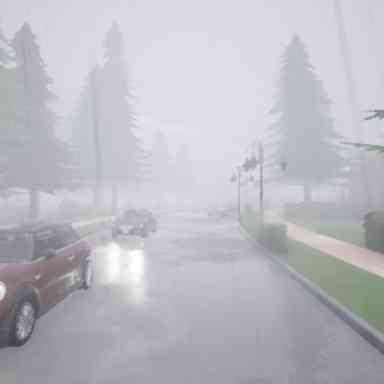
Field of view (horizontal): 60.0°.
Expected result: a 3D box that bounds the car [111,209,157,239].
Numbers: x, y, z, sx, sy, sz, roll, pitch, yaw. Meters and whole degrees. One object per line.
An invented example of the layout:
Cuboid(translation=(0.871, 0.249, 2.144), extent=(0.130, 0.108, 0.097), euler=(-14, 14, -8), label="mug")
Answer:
Cuboid(translation=(-3.195, 1.742, 19.153), extent=(2.128, 1.511, 4.902), euler=(0, -1, 3), label="car")

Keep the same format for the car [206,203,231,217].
Cuboid(translation=(2.869, 2.011, 37.126), extent=(1.812, 1.442, 4.674), euler=(0, -1, 12), label="car")

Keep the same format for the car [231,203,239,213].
Cuboid(translation=(5.372, 2.176, 46.872), extent=(1.994, 1.385, 4.181), euler=(0, -1, 18), label="car")

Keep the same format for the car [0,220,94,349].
Cuboid(translation=(-3.530, 1.436, 6.455), extent=(2.097, 1.767, 4.553), euler=(0, -1, 1), label="car")
